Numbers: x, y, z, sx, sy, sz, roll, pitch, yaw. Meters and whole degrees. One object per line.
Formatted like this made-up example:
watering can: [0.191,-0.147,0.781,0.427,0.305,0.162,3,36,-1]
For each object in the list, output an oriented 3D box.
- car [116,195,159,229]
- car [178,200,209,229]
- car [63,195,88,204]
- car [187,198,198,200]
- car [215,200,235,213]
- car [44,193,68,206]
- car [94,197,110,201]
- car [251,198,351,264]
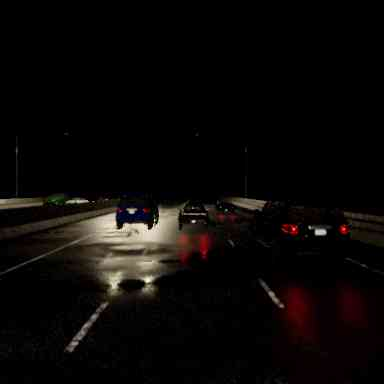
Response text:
car: [-3.404,1.222,21.544,2.150,2.045,5.566,0,0,0]
car: [0.097,1.492,21.628,2.128,1.511,4.902,0,0,0]
car: [-17.572,1.600,51.037,1.895,1.301,4.718,0,0,0]
car: [0.095,1.505,38.562,1.837,1.490,4.892,0,0,0]
car: [3.596,1.601,37.253,1.895,1.301,4.718,0,0,0]
car: [-21.063,1.219,52.038,2.150,2.045,5.566,0,0,0]
car: [-14.070,1.504,52.070,1.837,1.490,4.892,0,0,0]
car: [3.598,1.222,11.998,2.150,2.045,5.566,0,0,0]
